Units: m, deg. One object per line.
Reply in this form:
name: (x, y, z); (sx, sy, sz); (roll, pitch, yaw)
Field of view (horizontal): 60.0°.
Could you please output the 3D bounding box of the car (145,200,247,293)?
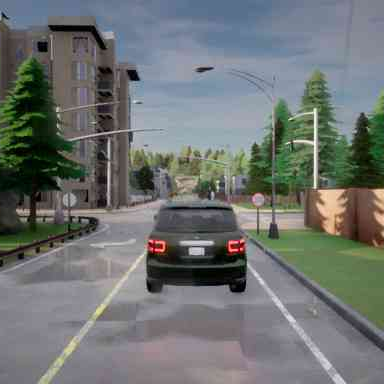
car: (0.093, 1.221, 9.018); (2.150, 2.045, 5.566); (0, 0, 0)
